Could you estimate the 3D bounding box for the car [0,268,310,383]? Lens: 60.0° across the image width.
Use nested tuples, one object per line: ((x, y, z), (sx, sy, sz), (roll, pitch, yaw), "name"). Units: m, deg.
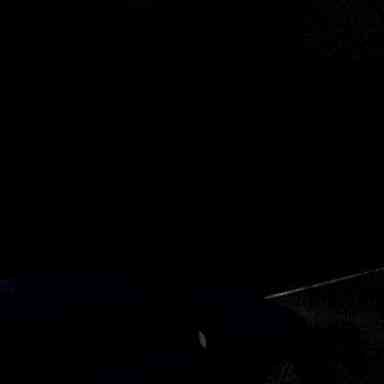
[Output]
((-0.985, 1.479, 3.008), (5.008, 1.535, 1.882), (0, 0, -35), "car")
